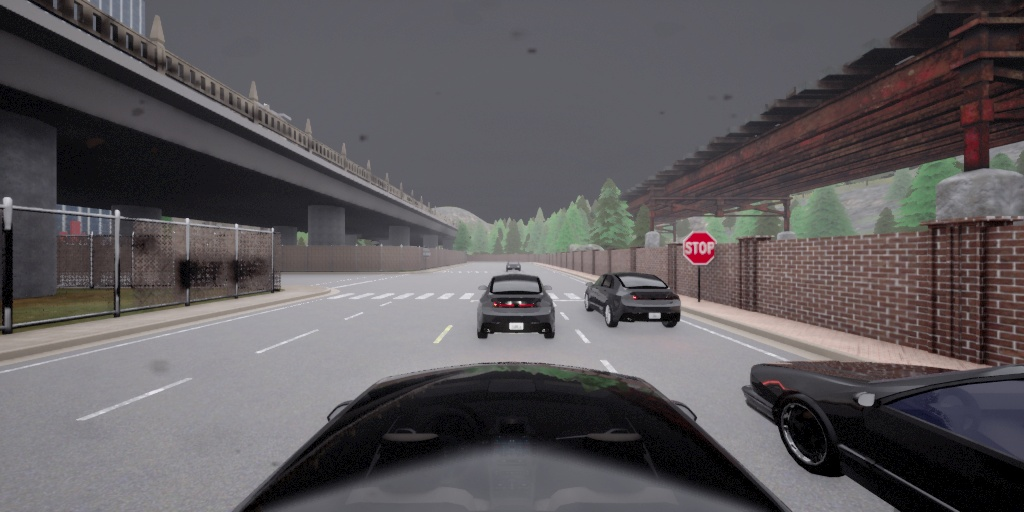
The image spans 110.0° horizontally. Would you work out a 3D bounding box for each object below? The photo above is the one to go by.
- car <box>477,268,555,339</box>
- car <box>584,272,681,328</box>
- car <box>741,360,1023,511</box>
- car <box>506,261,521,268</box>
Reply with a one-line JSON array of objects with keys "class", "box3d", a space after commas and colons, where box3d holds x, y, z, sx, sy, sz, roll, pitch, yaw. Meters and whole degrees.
[{"class": "car", "box3d": [0.095, 1.255, 10.083, 1.837, 1.490, 4.892, 0, 0, 0]}, {"class": "car", "box3d": [3.596, 1.255, 11.443, 1.837, 1.490, 4.892, 0, 0, 0]}, {"class": "car", "box3d": [3.600, 1.297, 1.697, 2.033, 1.411, 5.357, 0, 0, 0]}, {"class": "car", "box3d": [0.166, 1.351, 46.360, 1.895, 1.301, 4.718, 0, 0, -1]}]
